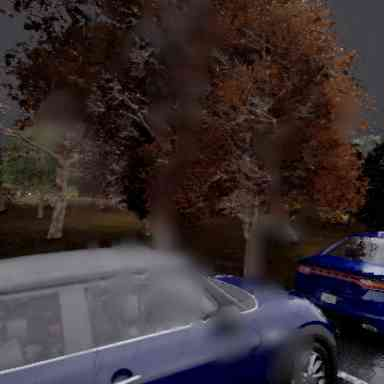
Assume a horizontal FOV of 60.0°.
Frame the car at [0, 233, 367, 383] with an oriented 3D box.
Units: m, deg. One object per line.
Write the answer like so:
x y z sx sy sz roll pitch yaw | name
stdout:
-0.576 1.371 3.382 4.553 1.767 2.185 0 -1 -34 | car

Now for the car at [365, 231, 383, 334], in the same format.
4.177 1.523 6.541 5.008 1.535 2.097 1 0 -34 | car
